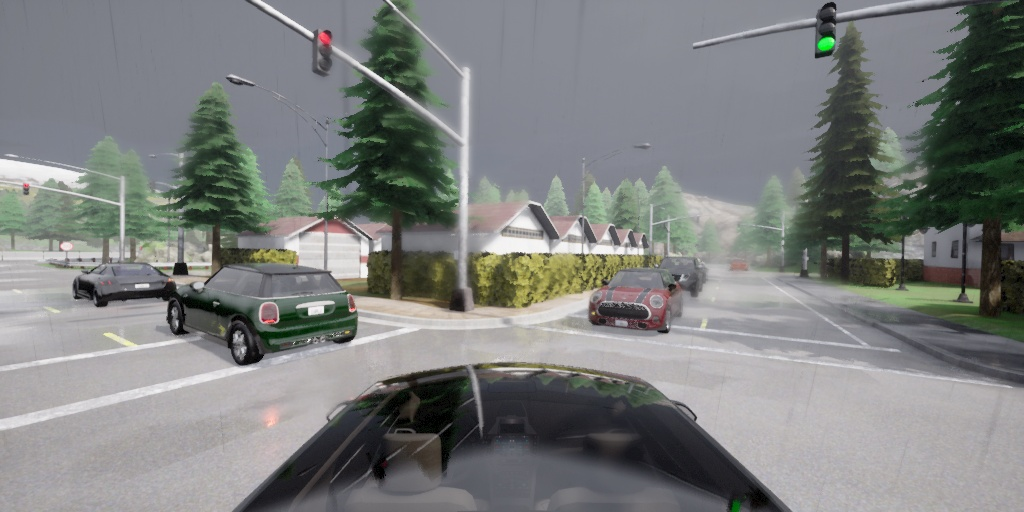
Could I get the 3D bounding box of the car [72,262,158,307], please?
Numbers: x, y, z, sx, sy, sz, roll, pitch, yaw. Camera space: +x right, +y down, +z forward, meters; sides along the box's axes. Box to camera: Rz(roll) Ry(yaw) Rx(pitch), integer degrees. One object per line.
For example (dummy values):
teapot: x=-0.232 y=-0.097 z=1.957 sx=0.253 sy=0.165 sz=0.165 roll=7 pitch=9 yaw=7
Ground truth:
car: x=-14.104 y=0.910 z=13.045 sx=4.181 sy=1.385 sz=1.994 roll=2 pitch=1 yaw=31

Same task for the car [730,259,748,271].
car: x=33.609 y=1.267 z=53.090 sx=2.097 sy=1.767 sz=4.553 roll=1 pitch=0 yaw=32

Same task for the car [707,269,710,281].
car: x=14.640 y=1.337 z=28.787 sx=1.837 sy=1.490 sz=4.892 roll=1 pitch=1 yaw=31

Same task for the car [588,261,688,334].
car: x=4.033 y=1.171 z=11.280 sx=2.097 sy=1.767 sz=4.553 roll=1 pitch=1 yaw=31

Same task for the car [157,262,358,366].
car: x=-5.527 y=0.922 z=7.888 sx=4.553 sy=1.767 sz=2.097 roll=4 pitch=2 yaw=31

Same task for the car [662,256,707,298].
car: x=9.342 y=1.047 z=20.036 sx=2.150 sy=2.045 sz=5.566 roll=1 pitch=1 yaw=31
